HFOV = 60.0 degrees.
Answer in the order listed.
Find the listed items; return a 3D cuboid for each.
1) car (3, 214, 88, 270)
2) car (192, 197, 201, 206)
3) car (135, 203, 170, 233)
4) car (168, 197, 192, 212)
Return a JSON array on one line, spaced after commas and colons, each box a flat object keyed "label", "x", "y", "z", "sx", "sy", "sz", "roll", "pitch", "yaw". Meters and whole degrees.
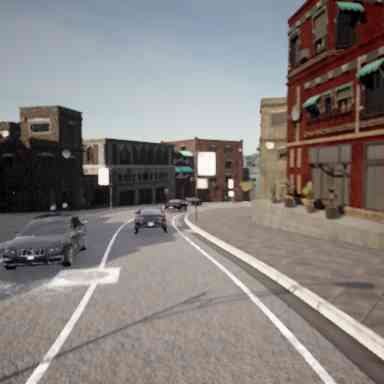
[{"label": "car", "x": -4.855, "y": 1.583, "z": 11.611, "sx": 1.837, "sy": 1.490, "sz": 4.892, "roll": -1, "pitch": 0, "yaw": -9}, {"label": "car", "x": -0.263, "y": 1.588, "z": 54.387, "sx": 1.882, "sy": 1.535, "sz": 5.008, "roll": 2, "pitch": 1, "yaw": 29}, {"label": "car", "x": -2.482, "y": 1.563, "z": 20.177, "sx": 1.812, "sy": 1.442, "sz": 4.674, "roll": -1, "pitch": 0, "yaw": -7}, {"label": "car", "x": -1.755, "y": 1.603, "z": 40.367, "sx": 1.882, "sy": 1.535, "sz": 5.008, "roll": 0, "pitch": 0, "yaw": 12}]
